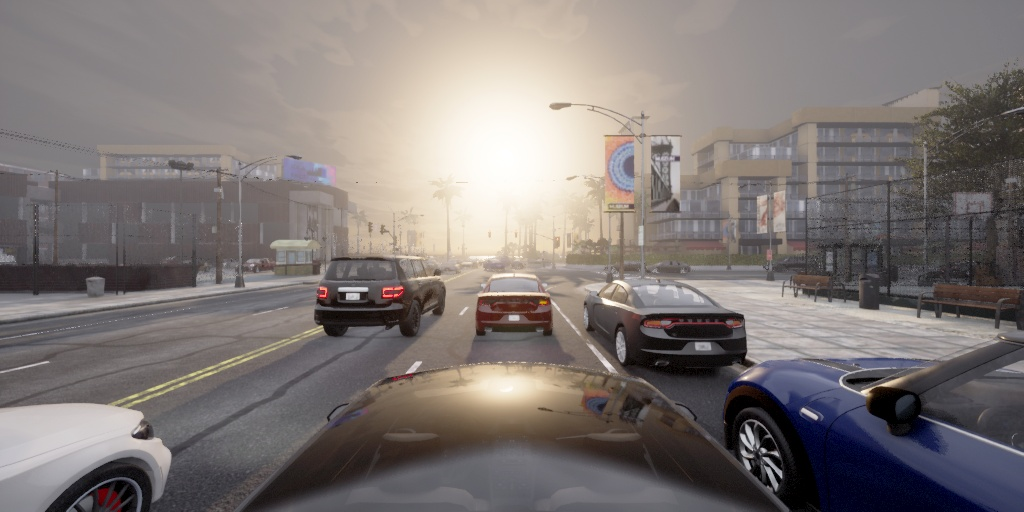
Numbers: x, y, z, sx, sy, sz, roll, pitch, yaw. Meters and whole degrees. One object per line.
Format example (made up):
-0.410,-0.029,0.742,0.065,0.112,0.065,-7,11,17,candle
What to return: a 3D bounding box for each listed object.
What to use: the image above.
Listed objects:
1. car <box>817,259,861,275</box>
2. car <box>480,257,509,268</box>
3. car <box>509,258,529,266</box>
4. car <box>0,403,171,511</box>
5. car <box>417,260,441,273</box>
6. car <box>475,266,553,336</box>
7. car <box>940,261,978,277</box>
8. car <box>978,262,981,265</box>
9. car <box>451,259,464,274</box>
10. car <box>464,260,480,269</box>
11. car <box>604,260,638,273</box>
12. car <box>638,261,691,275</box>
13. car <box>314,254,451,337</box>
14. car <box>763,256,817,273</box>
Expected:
36.466,1.102,38.763,4.553,1.767,2.097,0,0,0,car
-2.561,1.228,50.251,1.882,1.535,5.008,-1,0,-21,car
1.169,1.276,60.878,1.812,1.442,4.674,0,0,11,car
-3.411,1.276,0.637,1.812,1.442,4.674,0,0,0,car
-10.506,1.255,45.526,1.837,1.490,4.892,0,0,1,car
0.064,1.228,10.461,1.882,1.535,5.008,0,0,0,car
45.182,1.255,35.271,4.892,1.490,1.837,0,0,-1,car
45.183,1.102,31.771,4.553,1.767,2.097,0,0,-1,car
-7.055,1.314,41.218,1.994,1.385,4.181,0,0,0,car
-6.668,1.297,56.618,2.033,1.411,5.357,0,0,6,car
13.347,1.228,42.251,5.008,1.535,1.882,0,0,2,car
16.595,1.255,38.641,4.892,1.490,1.837,0,0,0,car
-3.437,0.971,10.475,2.150,2.045,5.566,0,0,0,car
32.782,0.974,42.249,5.566,2.045,2.150,0,0,0,car
